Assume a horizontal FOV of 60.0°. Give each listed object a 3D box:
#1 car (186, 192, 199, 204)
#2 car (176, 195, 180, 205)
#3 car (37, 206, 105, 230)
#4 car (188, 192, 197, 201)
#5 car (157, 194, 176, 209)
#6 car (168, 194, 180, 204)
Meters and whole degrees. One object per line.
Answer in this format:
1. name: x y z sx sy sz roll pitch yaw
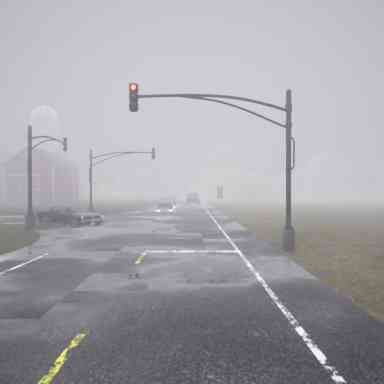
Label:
1. car: 0.153 1.163 60.380 2.150 2.045 5.566 0 0 0
2. car: -3.546 1.515 55.006 1.994 1.385 4.181 0 0 0
3. car: -7.734 1.566 21.220 4.718 1.301 1.895 1 1 35
4. car: 0.076 1.115 85.554 2.150 2.045 5.566 0 0 0
5. car: -3.561 1.443 45.112 1.882 1.535 5.008 0 0 0
6. car: -3.486 1.286 65.031 2.097 1.767 4.553 0 0 1
